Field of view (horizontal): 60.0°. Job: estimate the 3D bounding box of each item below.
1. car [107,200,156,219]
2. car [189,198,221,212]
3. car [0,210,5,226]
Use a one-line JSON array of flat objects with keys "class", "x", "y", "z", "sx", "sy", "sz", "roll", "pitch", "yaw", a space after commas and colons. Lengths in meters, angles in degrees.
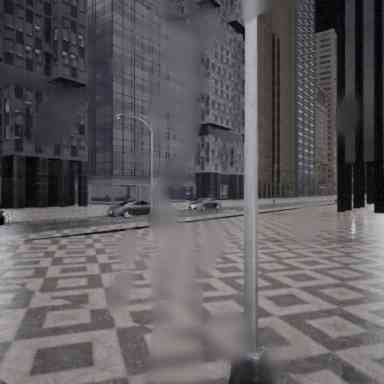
[{"class": "car", "x": -5.253, "y": 1.475, "z": 29.265, "sx": 1.837, "sy": 1.490, "sz": 4.892, "roll": 0, "pitch": 0, "yaw": 36}, {"class": "car", "x": 1.537, "y": 1.443, "z": 38.547, "sx": 2.128, "sy": 1.511, "sz": 4.902, "roll": 0, "pitch": 0, "yaw": 36}, {"class": "car", "x": -13.029, "y": 1.464, "z": 18.259, "sx": 1.882, "sy": 1.535, "sz": 5.008, "roll": 0, "pitch": 0, "yaw": 33}]
